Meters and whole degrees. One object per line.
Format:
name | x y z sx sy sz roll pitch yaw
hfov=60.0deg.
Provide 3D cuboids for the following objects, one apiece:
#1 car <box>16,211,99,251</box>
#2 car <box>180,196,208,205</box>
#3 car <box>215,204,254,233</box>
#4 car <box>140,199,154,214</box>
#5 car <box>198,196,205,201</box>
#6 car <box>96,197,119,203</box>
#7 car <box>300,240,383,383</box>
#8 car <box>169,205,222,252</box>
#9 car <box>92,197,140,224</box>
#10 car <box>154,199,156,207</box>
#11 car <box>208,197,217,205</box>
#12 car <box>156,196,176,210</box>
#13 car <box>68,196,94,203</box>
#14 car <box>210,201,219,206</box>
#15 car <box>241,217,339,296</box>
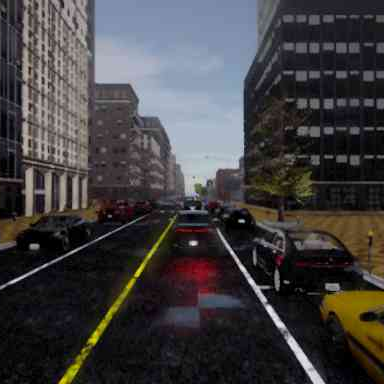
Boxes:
car | -5.691 1.588 14.198 1.947 1.339 4.313 0 0 0
car | 0.061 1.400 28.756 2.097 1.767 4.553 0 0 0
car | 2.655 1.598 19.863 1.947 1.339 4.313 0 0 0
car | -5.698 1.612 36.955 1.887 1.381 4.507 0 0 0
car | 2.665 1.752 93.266 1.752 1.417 4.829 0 0 0
car | -17.487 1.671 69.114 4.206 1.307 1.802 0 -1 0
car | 2.667 1.530 2.967 1.752 1.417 4.829 0 0 0
car | 0.067 1.527 14.019 1.837 1.490 4.892 0 0 0
car | -5.693 1.358 25.577 2.192 1.841 5.009 0 0 0
car | -5.702 1.659 48.332 1.947 1.339 4.313 0 0 0
car | 2.647 1.662 42.620 1.802 1.307 4.206 0 0 0
car | -3.111 1.629 43.514 2.033 1.411 5.357 0 0 0
car | -22.979 1.604 69.100 4.829 1.417 1.752 0 -1 0
car | 2.653 1.609 25.553 1.947 1.339 4.313 0 0 0
car | 2.660 1.563 8.486 2.008 1.369 4.403 0 0 0
